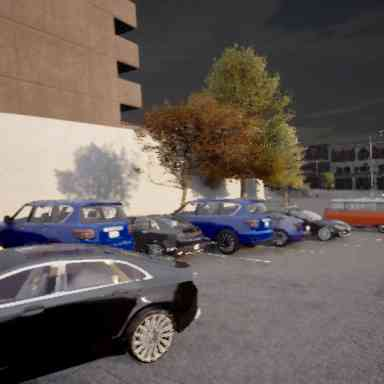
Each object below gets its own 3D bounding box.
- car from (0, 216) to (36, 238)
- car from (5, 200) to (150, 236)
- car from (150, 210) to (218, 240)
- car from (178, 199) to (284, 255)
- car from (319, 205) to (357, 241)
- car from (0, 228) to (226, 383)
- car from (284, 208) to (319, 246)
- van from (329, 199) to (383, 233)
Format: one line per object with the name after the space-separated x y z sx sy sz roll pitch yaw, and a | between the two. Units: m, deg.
-6.566 1.491 8.670 5.366 1.575 1.946 -1 -1 35 | car
-4.303 1.270 10.527 5.566 2.045 2.435 -1 -1 35 | car
-1.822 1.547 12.238 4.892 1.521 2.231 -1 -1 35 | car
0.624 1.320 13.984 5.566 2.045 2.435 -1 -1 35 | car
5.605 1.621 17.391 4.892 1.521 2.231 -1 -1 36 | car
-2.160 1.497 4.287 4.902 1.511 2.128 1 0 -35 | car
3.105 1.625 15.694 4.792 1.488 2.163 -1 -1 35 | car
10.481 1.445 20.833 4.442 1.987 1.878 -1 -1 36 | van
